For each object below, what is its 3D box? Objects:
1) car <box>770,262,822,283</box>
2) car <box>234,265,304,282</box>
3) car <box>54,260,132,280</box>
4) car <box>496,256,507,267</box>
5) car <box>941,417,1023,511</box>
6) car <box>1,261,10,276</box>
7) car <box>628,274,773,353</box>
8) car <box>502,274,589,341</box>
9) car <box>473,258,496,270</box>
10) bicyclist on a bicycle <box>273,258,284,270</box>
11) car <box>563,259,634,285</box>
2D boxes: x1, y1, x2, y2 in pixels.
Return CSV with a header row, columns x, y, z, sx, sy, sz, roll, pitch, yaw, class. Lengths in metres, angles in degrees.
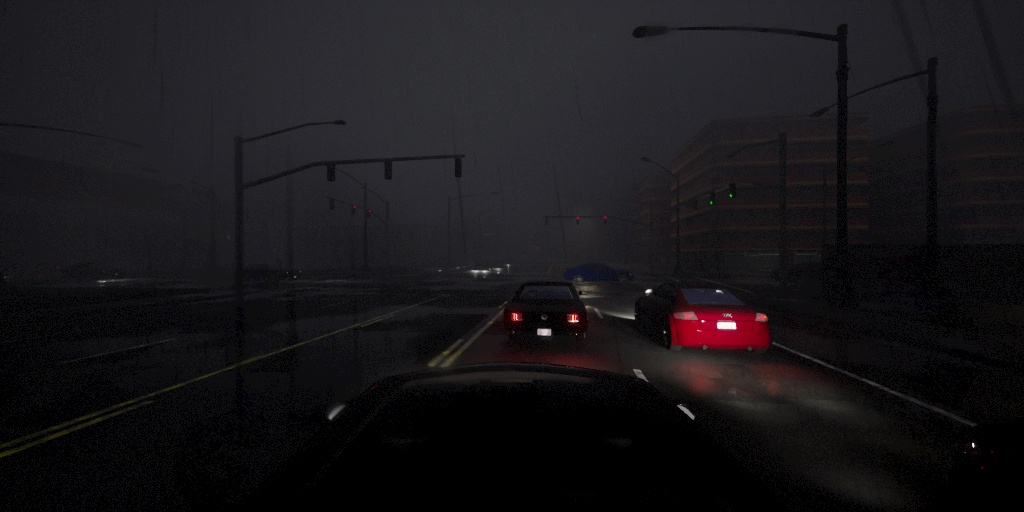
x,y,z,sx,sy,sz,roll,pitch,yaw,class
22.803,1.228,27.591,5.008,1.535,1.882,0,0,7,car
-19.420,1.351,28.721,4.718,1.301,1.895,0,0,7,car
-35.802,1.275,30.676,4.674,1.442,1.812,0,0,8,car
-2.533,1.064,58.559,1.895,1.301,4.718,0,1,8,car
3.640,1.242,0.203,2.128,1.511,4.902,0,0,1,car
-51.497,1.257,35.436,4.892,1.490,1.837,-1,0,36,car
4.400,1.314,8.915,1.994,1.385,4.181,0,0,7,car
0.996,1.351,9.915,1.895,1.301,4.718,0,0,8,car
-3.880,1.176,48.705,1.994,1.385,4.181,0,1,8,car
-26.420,1.053,40.582,0.582,1.620,1.656,0,0,7,bicyclist on a bicycle
6.200,1.206,25.772,5.008,1.535,1.882,0,0,7,car
